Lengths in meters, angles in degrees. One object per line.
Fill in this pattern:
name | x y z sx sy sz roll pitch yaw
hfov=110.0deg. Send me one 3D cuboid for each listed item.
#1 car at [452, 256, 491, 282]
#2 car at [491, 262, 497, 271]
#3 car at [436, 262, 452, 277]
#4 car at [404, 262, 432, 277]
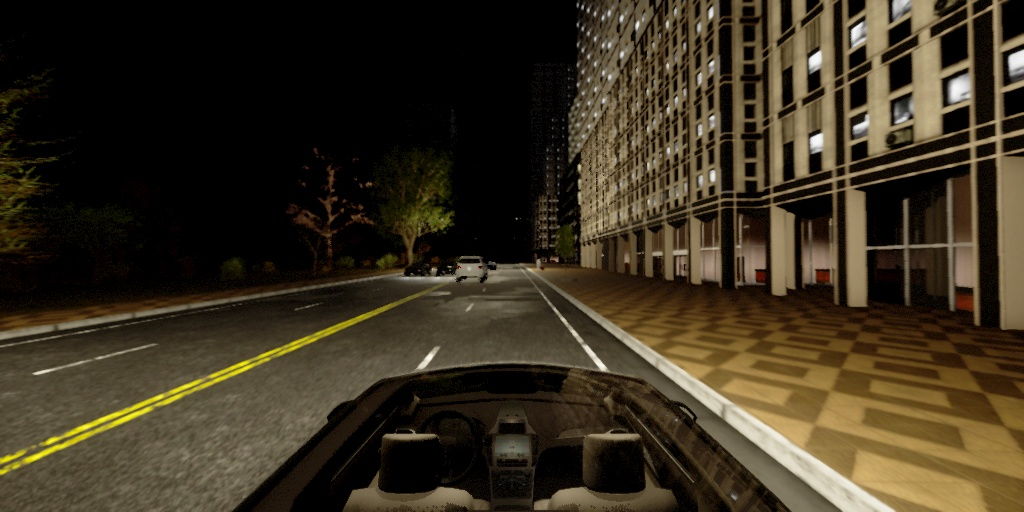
car | -3.199 1.021 29.493 2.150 2.045 5.566 0 0 0
car | -3.243 1.495 53.338 1.895 1.301 4.718 0 0 0
car | -6.593 1.337 37.101 1.837 1.490 4.892 0 -1 0
car | -9.835 1.386 37.926 2.033 1.411 5.357 0 0 0
